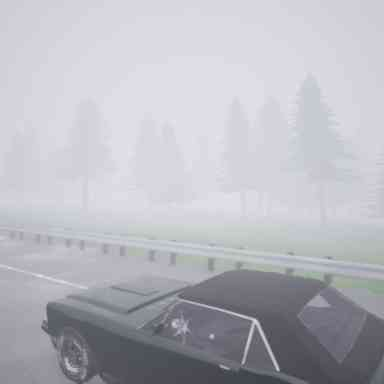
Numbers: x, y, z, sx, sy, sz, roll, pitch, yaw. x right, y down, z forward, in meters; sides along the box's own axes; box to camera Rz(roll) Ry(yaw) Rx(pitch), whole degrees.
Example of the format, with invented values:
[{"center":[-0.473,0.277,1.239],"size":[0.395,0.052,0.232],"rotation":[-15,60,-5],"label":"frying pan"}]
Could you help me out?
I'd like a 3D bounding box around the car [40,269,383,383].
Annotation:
[{"center":[0.365,1.601,3.732],"size":[4.718,1.301,1.895],"rotation":[0,0,36],"label":"car"}]
